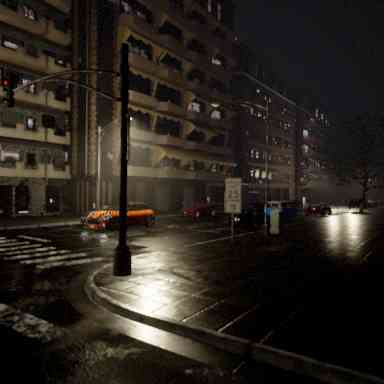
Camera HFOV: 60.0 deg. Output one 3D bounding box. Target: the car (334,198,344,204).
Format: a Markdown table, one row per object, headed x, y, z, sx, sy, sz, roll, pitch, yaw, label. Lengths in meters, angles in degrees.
| x | y | z | sx | sy | sz | roll | pitch | yaw | label |
| --- | --- | --- | --- | --- | --- | --- | --- | --- | --- |
| 33.466 | 2.172 | 77.288 | 1.947 | 1.339 | 4.313 | 1 | 0 | 36 | car |

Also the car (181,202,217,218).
| x | y | z | sx | sy | sz | roll | pitch | yaw | label |
| --- | --- | --- | --- | --- | --- | --- | --- | --- | --- |
| 0.707 | 1.707 | 32.694 | 1.887 | 1.381 | 4.507 | 1 | 0 | 36 | car |

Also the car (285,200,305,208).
| x | y | z | sx | sy | sz | roll | pitch | yaw | label |
| --- | --- | --- | --- | --- | --- | --- | --- | --- | --- |
| 17.086 | 1.970 | 54.992 | 1.802 | 1.307 | 4.206 | 1 | 0 | 36 | car |

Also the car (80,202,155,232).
| x | y | z | sx | sy | sz | roll | pitch | yaw | label |
| --- | --- | --- | --- | --- | --- | --- | --- | --- | --- |
| -4.482 | 1.457 | 21.260 | 2.097 | 1.767 | 4.553 | 1 | 0 | 37 | car |

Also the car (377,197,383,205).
| x | y | z | sx | sy | sz | roll | pitch | yaw | label |
| --- | --- | --- | --- | --- | --- | --- | --- | --- | --- |
| 46.770 | 2.148 | 81.240 | 2.192 | 1.841 | 5.009 | 1 | 0 | 36 | car |

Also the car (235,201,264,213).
| x | y | z | sx | sy | sz | roll | pitch | yaw | label |
| --- | --- | --- | --- | --- | --- | --- | --- | --- | --- |
| 7.259 | 1.835 | 41.614 | 1.802 | 1.307 | 4.206 | 1 | 0 | 36 | car |

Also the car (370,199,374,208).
| x | y | z | sx | sy | sz | roll | pitch | yaw | label |
| --- | --- | --- | --- | --- | --- | --- | --- | --- | --- |
| 30.386 | 2.199 | 58.942 | 1.802 | 1.307 | 4.206 | 1 | 0 | 36 | car |

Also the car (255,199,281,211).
| x | y | z | sx | sy | sz | roll | pitch | yaw | label |
| --- | --- | --- | --- | --- | --- | --- | --- | --- | --- |
| 10.536 | 1.738 | 46.073 | 1.967 | 1.590 | 4.097 | 1 | 0 | 36 | car |

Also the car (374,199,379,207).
| x | y | z | sx | sy | sz | roll | pitch | yaw | label |
| --- | --- | --- | --- | --- | --- | --- | --- | --- | --- |
| 33.663 | 2.101 | 63.403 | 1.967 | 1.590 | 4.097 | 1 | 0 | 36 | car |

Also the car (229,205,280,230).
| x | y | z | sx | sy | sz | roll | pitch | yaw | label |
| --- | --- | --- | --- | --- | --- | --- | --- | --- | --- |
| 4.179 | 1.824 | 23.268 | 1.947 | 1.339 | 4.313 | 1 | 0 | 36 | car |

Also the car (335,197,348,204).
| x | y | z | sx | sy | sz | roll | pitch | yaw | label |
| --- | --- | --- | --- | --- | --- | --- | --- | --- | --- |
| 36.743 | 2.089 | 81.748 | 1.967 | 1.590 | 4.097 | 1 | 0 | 36 | car |

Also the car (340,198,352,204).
| x | y | z | sx | sy | sz | roll | pitch | yaw | label |
| --- | --- | --- | --- | --- | --- | --- | --- | --- | --- |
| 39.918 | 2.215 | 86.070 | 1.752 | 1.417 | 4.829 | 1 | 0 | 36 | car |

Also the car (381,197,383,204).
| x | y | z | sx | sy | sz | roll | pitch | yaw | label |
| --- | --- | --- | --- | --- | --- | --- | --- | --- | --- |
| 40.214 | 2.298 | 72.321 | 2.008 | 1.369 | 4.403 | 1 | 0 | 36 | car |

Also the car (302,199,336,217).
| x | y | z | sx | sy | sz | roll | pitch | yaw | label |
| --- | --- | --- | --- | --- | --- | --- | --- | --- | --- |
| 14.009 | 1.835 | 36.646 | 1.967 | 1.590 | 4.097 | 1 | 0 | 36 | car |

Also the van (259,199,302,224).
| x | y | z | sx | sy | sz | roll | pitch | yaw | label |
| --- | --- | --- | --- | --- | --- | --- | --- | --- | --- |
| 7.458 | 1.645 | 27.727 | 1.690 | 1.788 | 3.998 | 1 | 0 | 36 | van |

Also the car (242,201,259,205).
| x | y | z | sx | sy | sz | roll | pitch | yaw | label |
| --- | --- | --- | --- | --- | --- | --- | --- | --- | --- |
| 6.855 | 1.788 | 36.673 | 1.812 | 1.442 | 4.674 | 1 | 0 | 36 | car |

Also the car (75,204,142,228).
| x | y | z | sx | sy | sz | roll | pitch | yaw | label |
| --- | --- | --- | --- | --- | --- | --- | --- | --- | --- |
| -5.845 | 1.622 | 23.776 | 2.008 | 1.369 | 4.403 | 1 | 0 | 36 | car |

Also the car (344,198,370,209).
| x | y | z | sx | sy | sz | roll | pitch | yaw | label |
| --- | --- | --- | --- | --- | --- | --- | --- | --- | --- |
| 27.113 | 1.888 | 54.484 | 2.192 | 1.841 | 5.009 | 1 | 0 | 36 | car |

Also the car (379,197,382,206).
| x | y | z | sx | sy | sz | roll | pitch | yaw | label |
| --- | --- | --- | --- | --- | --- | --- | --- | --- | --- |
| 36.938 | 2.249 | 67.861 | 1.887 | 1.381 | 4.507 | 1 | 0 | 36 | car |
